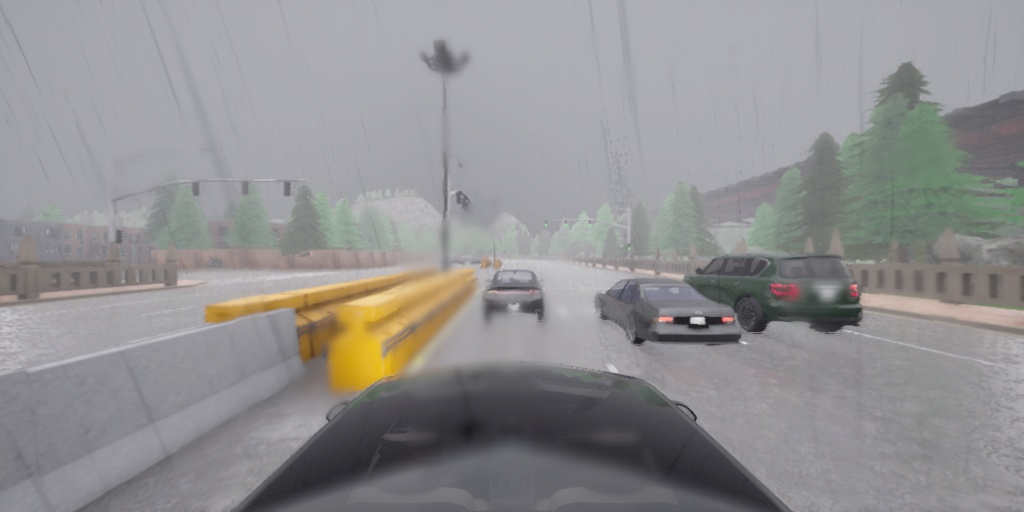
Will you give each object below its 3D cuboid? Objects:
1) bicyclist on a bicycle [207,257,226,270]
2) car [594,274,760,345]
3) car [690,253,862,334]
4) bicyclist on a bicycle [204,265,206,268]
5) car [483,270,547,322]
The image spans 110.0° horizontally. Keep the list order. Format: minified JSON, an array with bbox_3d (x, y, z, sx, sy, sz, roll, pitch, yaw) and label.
[{"bbox_3d":[-35.258,0.891,42.960,1.656,1.620,0.582,0,0,-30],"label":"bicyclist on a bicycle"},{"bbox_3d":[3.568,1.267,9.341,2.033,1.411,5.357,0,0,1],"label":"car"},{"bbox_3d":[7.087,0.937,10.698,2.150,2.045,5.566,0,0,1],"label":"car"},{"bbox_3d":[-36.176,0.890,43.322,1.656,1.620,0.582,0,0,-23],"label":"bicyclist on a bicycle"},{"bbox_3d":[0.104,1.200,12.031,2.128,1.511,4.902,0,0,1],"label":"car"}]
